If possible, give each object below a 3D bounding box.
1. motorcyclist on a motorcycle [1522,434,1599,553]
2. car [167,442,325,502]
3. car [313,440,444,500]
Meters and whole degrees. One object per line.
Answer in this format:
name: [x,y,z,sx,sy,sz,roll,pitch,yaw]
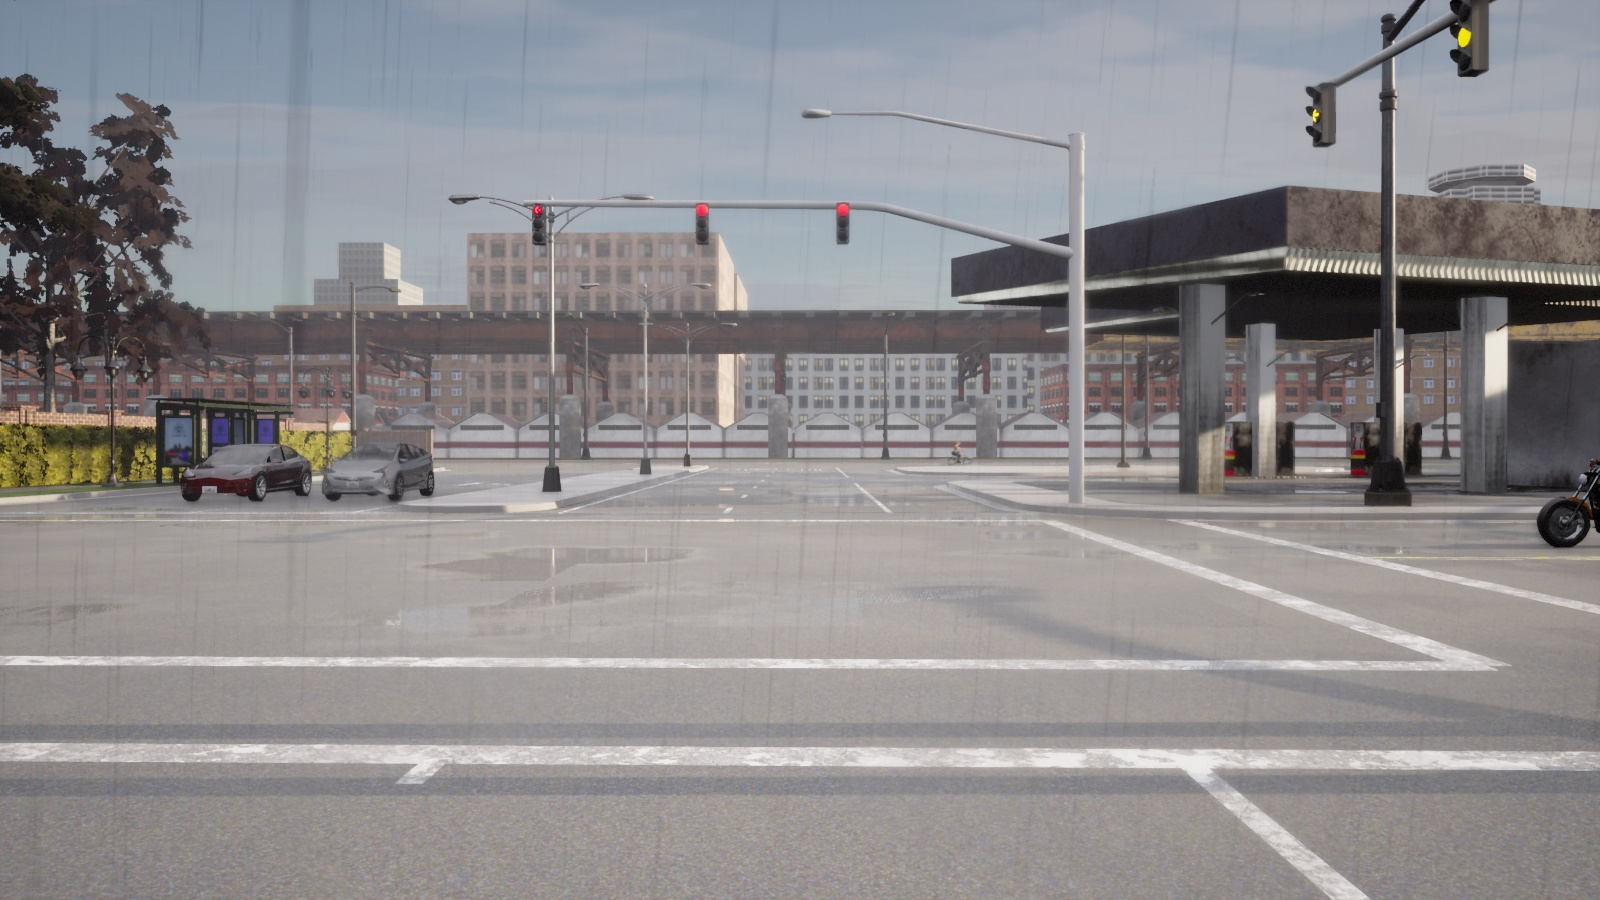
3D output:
motorcyclist on a motorcycle: [11.649,0.606,17.834,2.350,1.649,0.766,0,0,-1]
car: [-14.822,0.543,33.925,2.163,1.488,4.792,0,0,0]
car: [-11.300,0.492,34.023,2.007,1.525,4.514,0,0,0]
